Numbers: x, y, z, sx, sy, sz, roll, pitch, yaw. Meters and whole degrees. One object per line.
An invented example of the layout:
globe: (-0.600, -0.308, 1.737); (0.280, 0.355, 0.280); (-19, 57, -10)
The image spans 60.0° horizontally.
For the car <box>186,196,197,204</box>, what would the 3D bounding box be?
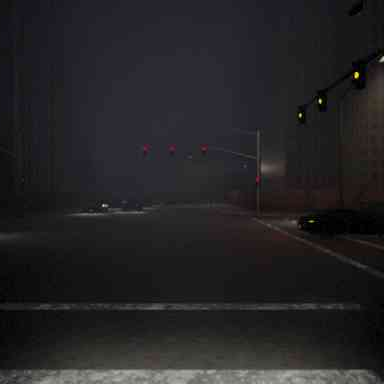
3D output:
car: (-0.134, 1.551, 64.902); (1.994, 1.385, 4.181); (0, 0, 0)

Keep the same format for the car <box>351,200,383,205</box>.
car: (12.364, 1.347, 23.843); (4.553, 1.767, 2.097); (0, 0, 0)

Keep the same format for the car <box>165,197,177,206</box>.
car: (-3.514, 1.536, 55.986); (2.033, 1.411, 5.357); (0, 0, 0)

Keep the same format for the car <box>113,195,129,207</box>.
car: (-10.695, 1.538, 47.582); (2.033, 1.411, 5.357); (0, 0, 0)

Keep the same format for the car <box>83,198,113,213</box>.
car: (-10.713, 1.540, 37.507); (2.033, 1.411, 5.357); (0, 0, -3)

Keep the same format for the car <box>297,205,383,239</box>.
car: (7.669, 1.522, 16.627); (4.674, 1.442, 1.812); (0, 0, -1)

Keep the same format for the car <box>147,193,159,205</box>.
car: (-7.168, 1.210, 60.122); (2.150, 2.045, 5.566); (0, 0, 1)

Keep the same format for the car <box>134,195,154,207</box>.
car: (-7.193, 1.516, 49.595); (1.812, 1.442, 4.674); (0, 0, 0)

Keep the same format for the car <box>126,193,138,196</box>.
car: (-10.678, 1.210, 58.272); (2.150, 2.045, 5.566); (0, 0, 0)

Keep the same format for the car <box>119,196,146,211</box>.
car: (-7.163, 1.518, 40.501); (1.812, 1.442, 4.674); (0, 0, -1)
